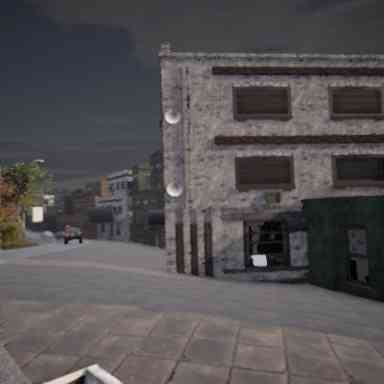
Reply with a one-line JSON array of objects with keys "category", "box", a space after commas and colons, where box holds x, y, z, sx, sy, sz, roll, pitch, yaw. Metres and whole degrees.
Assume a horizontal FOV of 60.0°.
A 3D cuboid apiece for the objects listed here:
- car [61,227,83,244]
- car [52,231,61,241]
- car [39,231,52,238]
[{"category": "car", "box": [-16.045, 5.865, 44.942, 2.150, 2.045, 5.566, -1, -7, -19]}, {"category": "car", "box": [-23.137, 7.716, 59.421, 2.097, 1.767, 4.553, 0, -5, -31]}, {"category": "car", "box": [-30.470, 8.886, 69.639, 1.812, 1.442, 4.674, 0, -4, -39]}]
